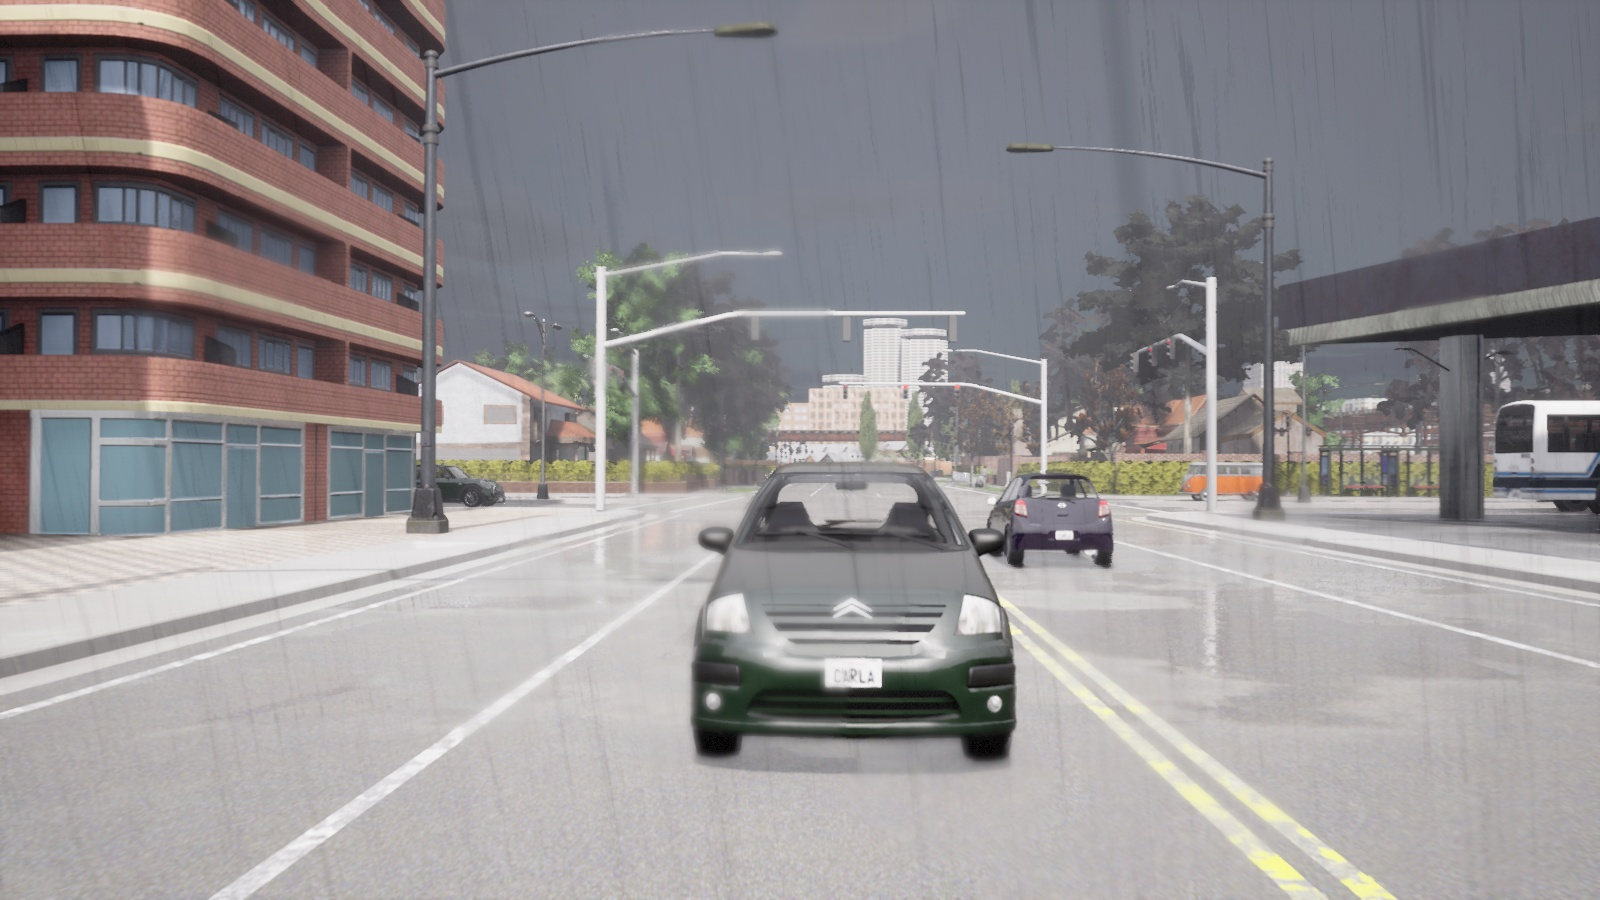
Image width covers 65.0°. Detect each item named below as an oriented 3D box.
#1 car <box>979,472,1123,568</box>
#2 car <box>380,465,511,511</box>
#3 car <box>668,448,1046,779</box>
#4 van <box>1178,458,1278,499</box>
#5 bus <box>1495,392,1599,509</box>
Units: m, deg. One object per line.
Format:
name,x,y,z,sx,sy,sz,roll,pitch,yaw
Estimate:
car,4.213,1.136,21.627,1.845,1.501,3.633,0,-1,2
car,-13.994,1.481,49.731,4.553,1.767,2.097,0,-1,4
car,0.331,0.832,8.168,1.851,1.617,3.988,0,-1,2
van,21.445,1.431,63.051,4.442,1.987,1.775,0,-1,3
bus,32.599,0.022,47.559,10.273,4.253,3.944,0,-1,3
